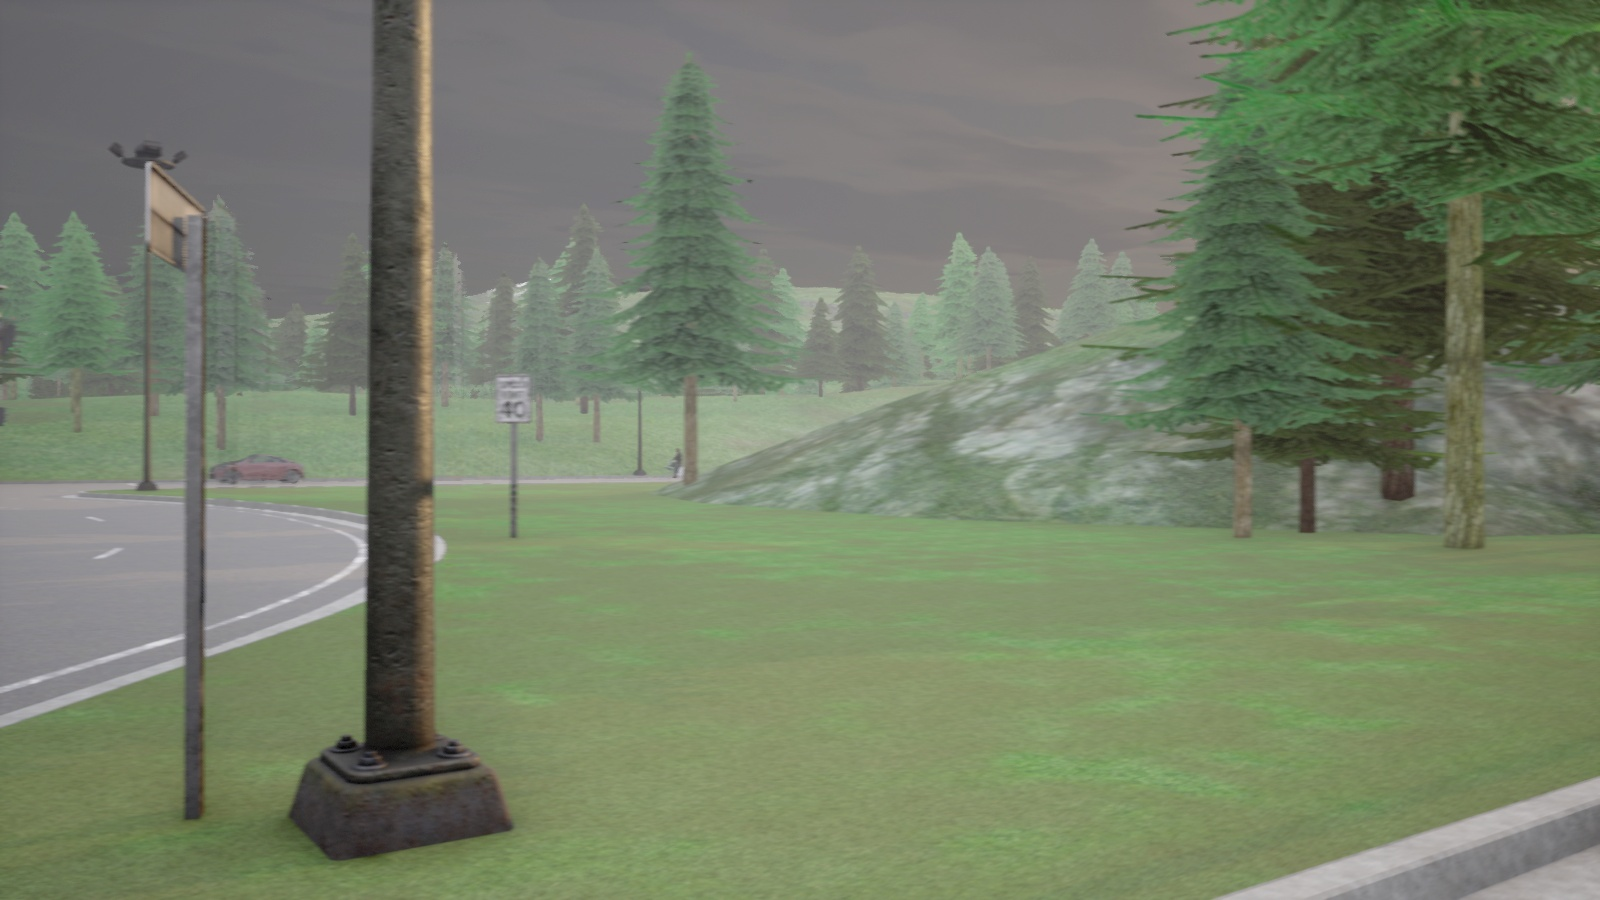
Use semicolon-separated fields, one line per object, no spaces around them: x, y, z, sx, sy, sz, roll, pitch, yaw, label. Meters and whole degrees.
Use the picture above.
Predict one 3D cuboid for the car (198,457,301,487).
-26.108;1.011;59.572;4.181;1.385;1.994;0;0;-34;car
